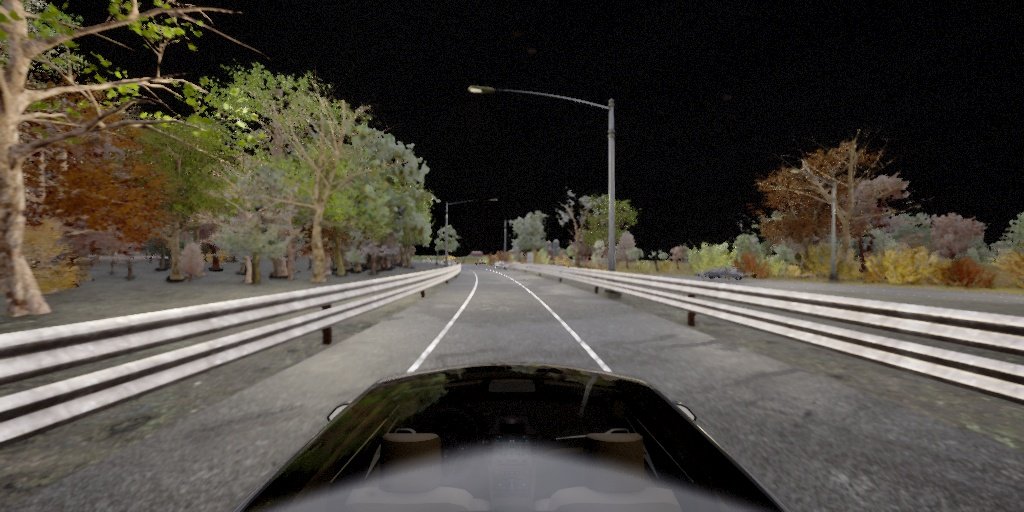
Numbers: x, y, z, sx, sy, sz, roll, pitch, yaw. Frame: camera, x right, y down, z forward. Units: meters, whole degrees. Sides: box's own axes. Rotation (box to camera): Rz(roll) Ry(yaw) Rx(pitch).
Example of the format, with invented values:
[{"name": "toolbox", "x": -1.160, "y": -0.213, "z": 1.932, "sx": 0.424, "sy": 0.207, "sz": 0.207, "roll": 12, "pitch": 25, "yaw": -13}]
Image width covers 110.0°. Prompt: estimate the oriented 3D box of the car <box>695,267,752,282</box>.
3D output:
[{"name": "car", "x": 22.373, "y": 1.838, "z": 38.222, "sx": 2.033, "sy": 1.411, "sz": 5.357, "roll": 0, "pitch": 0, "yaw": -26}]
